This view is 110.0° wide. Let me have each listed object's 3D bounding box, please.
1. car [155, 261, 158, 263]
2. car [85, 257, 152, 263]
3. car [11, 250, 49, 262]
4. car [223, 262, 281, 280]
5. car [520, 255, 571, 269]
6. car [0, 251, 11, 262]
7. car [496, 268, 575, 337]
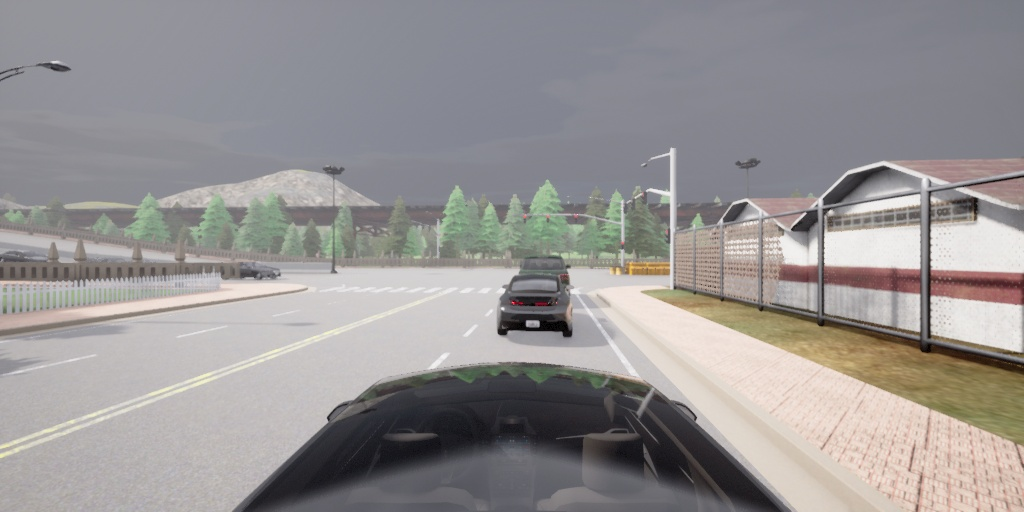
[{"bbox_3d":[-35.388,1.092,34.420,5.357,1.411,2.033,2,0,5],"label":"car"},{"bbox_3d":[-34.358,0.946,30.834,4.553,1.767,2.097,2,0,4],"label":"car"},{"bbox_3d":[-47.595,0.258,35.356,4.892,1.490,1.837,7,1,5],"label":"car"},{"bbox_3d":[-21.915,1.221,29.927,4.902,1.511,2.128,0,0,5],"label":"car"},{"bbox_3d":[1.484,0.961,16.323,2.150,2.045,5.566,0,0,7],"label":"car"},{"bbox_3d":[-48.478,0.058,31.907,4.553,1.767,2.097,5,0,5],"label":"car"},{"bbox_3d":[0.717,1.249,10.313,1.837,1.490,4.892,0,0,6],"label":"car"}]
